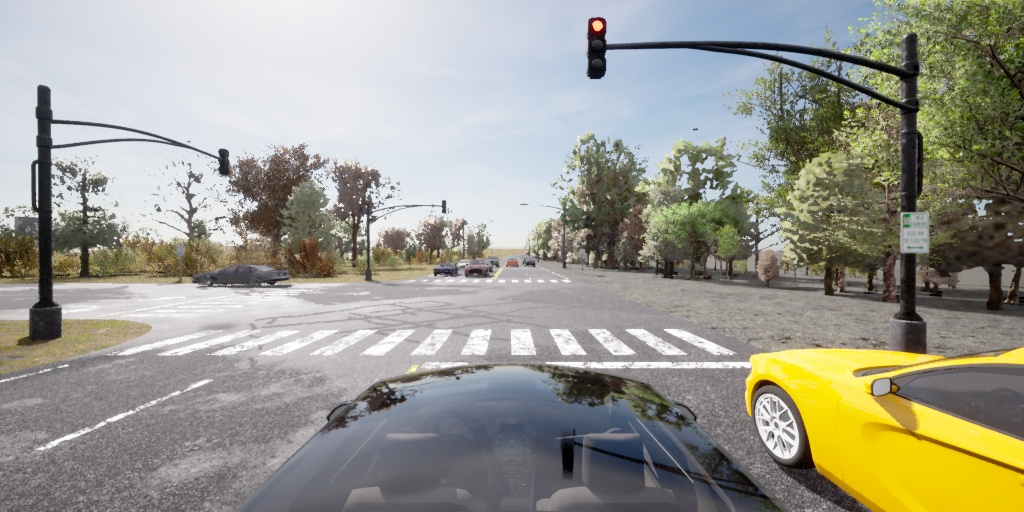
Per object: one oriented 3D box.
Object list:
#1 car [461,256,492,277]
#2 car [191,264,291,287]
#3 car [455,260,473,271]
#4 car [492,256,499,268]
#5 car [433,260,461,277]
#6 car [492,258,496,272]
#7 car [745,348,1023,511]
[{"bbox_3d":[-3.348,1.102,35.066,2.097,1.767,4.553,0,0,0],"label":"car"},{"bbox_3d":[-17.459,1.248,23.298,5.357,1.411,2.033,0,0,-1],"label":"car"},{"bbox_3d":[-6.596,1.277,49.533,1.812,1.442,4.674,0,0,0],"label":"car"},{"bbox_3d":[-3.333,0.972,60.924,2.150,2.045,5.566,0,0,0],"label":"car"},{"bbox_3d":[-6.599,1.351,36.239,1.895,1.301,4.718,0,0,0],"label":"car"},{"bbox_3d":[-3.349,1.277,44.053,1.812,1.442,4.674,0,0,0],"label":"car"},{"bbox_3d":[3.363,1.195,1.716,1.882,1.535,5.008,0,1,0],"label":"car"}]
